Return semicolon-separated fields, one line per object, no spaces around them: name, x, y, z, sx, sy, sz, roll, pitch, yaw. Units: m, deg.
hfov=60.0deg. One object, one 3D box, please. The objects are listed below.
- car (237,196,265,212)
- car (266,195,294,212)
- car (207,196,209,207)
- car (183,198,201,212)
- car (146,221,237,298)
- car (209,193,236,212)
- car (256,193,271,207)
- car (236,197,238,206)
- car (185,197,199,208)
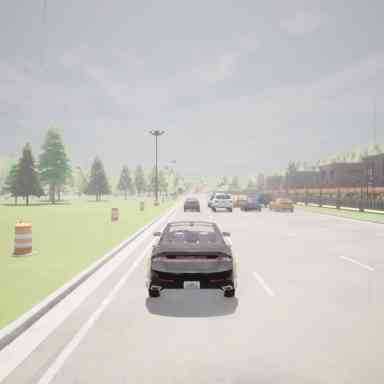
car;6.975;1.564;39.565;1.994;1.385;4.181;0;0;0
car;10.476;1.478;39.150;1.882;1.535;5.008;0;0;0
car;3.469;1.221;49.596;2.150;2.045;5.566;0;0;0
car;-0.024;1.491;39.144;2.128;1.511;4.902;0;0;0
car;-0.006;1.492;8.531;2.128;1.511;4.902;0;0;0
car;3.475;1.221;39.176;2.150;2.045;5.566;0;0;0
car;10.469;1.221;49.600;2.150;2.045;5.566;0;0;0
car;6.969;1.478;49.568;1.882;1.535;5.008;0;0;0
car;-0.031;1.547;49.564;2.033;1.411;5.357;0;0;0
